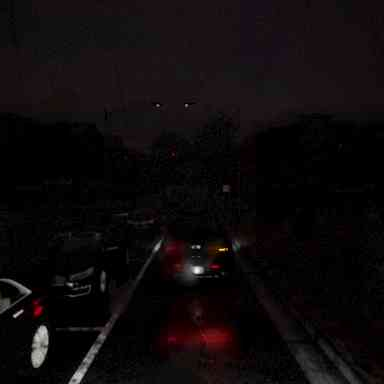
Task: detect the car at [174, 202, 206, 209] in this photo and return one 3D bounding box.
[{"bbox_3d":[0.134,1.514,20.322,1.895,1.301,4.718,0,0,1],"label":"car"}]

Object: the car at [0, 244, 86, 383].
[{"bbox_3d":[-2.658,1.536,2.788,2.008,1.369,4.403,-2,0,0],"label":"car"}]

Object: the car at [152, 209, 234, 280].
[{"bbox_3d":[0.104,1.459,9.753,1.837,1.490,4.892,0,0,0],"label":"car"}]

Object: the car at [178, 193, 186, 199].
[{"bbox_3d":[-2.634,1.047,90.228,2.008,1.369,4.403,-1,1,0],"label":"car"}]

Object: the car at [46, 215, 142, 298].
[{"bbox_3d":[-2.658,1.511,8.237,2.008,1.369,4.403,-2,0,0],"label":"car"}]

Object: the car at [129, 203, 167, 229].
[{"bbox_3d":[-2.655,1.499,19.131,1.802,1.307,4.206,-2,0,0],"label":"car"}]

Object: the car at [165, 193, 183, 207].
[{"bbox_3d":[-2.655,1.288,45.908,1.967,1.590,4.097,-2,0,0],"label":"car"}]

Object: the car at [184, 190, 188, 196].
[{"bbox_3d":[-2.647,0.995,73.606,2.192,1.841,5.009,-1,0,0],"label":"car"}]

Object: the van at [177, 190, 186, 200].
[{"bbox_3d":[-2.648,1.070,68.063,1.690,1.788,3.998,-1,0,0],"label":"van"}]
